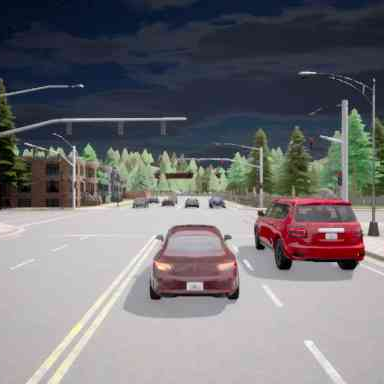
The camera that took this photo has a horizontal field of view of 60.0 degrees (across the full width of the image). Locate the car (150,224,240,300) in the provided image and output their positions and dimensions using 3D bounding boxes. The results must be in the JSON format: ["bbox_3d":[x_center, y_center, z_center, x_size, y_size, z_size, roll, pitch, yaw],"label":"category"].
[{"bbox_3d":[0.049,1.525,8.266,1.812,1.442,4.674,0,0,0],"label":"car"}]

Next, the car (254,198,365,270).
[{"bbox_3d":[3.557,1.221,11.146,2.150,2.045,5.566,0,0,0],"label":"car"}]

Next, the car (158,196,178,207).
[{"bbox_3d":[-3.648,1.599,51.734,1.895,1.301,4.718,0,0,0],"label":"car"}]

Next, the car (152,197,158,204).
[{"bbox_3d":[-7.155,1.545,61.822,2.033,1.411,5.357,0,0,0],"label":"car"}]

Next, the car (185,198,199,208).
[{"bbox_3d":[0.015,1.562,49.139,1.994,1.385,4.181,0,0,0],"label":"car"}]

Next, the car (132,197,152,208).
[{"bbox_3d":[-7.165,1.503,46.954,1.837,1.490,4.892,0,0,0],"label":"car"}]

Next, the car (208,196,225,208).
[{"bbox_3d":[3.516,1.350,48.162,2.097,1.767,4.553,0,0,0],"label":"car"}]

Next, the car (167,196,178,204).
[{"bbox_3d":[-3.650,1.504,62.411,1.837,1.490,4.892,0,0,0],"label":"car"}]
